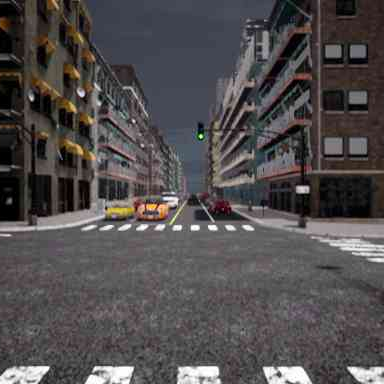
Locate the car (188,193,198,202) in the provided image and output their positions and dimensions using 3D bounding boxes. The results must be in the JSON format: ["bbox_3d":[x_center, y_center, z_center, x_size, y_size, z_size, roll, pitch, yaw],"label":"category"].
[{"bbox_3d":[0.181,1.077,68.182,2.097,1.767,4.553,0,0,0],"label":"car"}]

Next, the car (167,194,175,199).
[{"bbox_3d":[-5.452,1.178,87.038,1.752,1.417,4.829,1,0,0],"label":"car"}]

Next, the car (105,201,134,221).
[{"bbox_3d":[-5.612,1.417,26.282,1.752,1.417,4.829,1,0,0],"label":"car"}]

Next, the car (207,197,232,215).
[{"bbox_3d":[2.783,1.413,31.939,1.887,1.381,4.507,1,0,0],"label":"car"}]

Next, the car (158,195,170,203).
[{"bbox_3d":[-5.511,1.287,65.116,2.008,1.369,4.403,1,0,0],"label":"car"}]

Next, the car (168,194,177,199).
[{"bbox_3d":[-5.437,1.182,92.732,2.008,1.369,4.403,1,0,0],"label":"car"}]

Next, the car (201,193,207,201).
[{"bbox_3d":[2.887,1.030,70.603,2.192,1.841,5.009,1,0,0],"label":"car"}]

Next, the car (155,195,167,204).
[{"bbox_3d":[-5.525,1.284,59.423,1.752,1.417,4.829,1,0,0],"label":"car"}]

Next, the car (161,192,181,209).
[{"bbox_3d":[-2.952,1.053,41.367,2.150,2.045,5.566,0,0,2],"label":"car"}]

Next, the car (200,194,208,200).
[{"bbox_3d":[2.914,1.239,81.650,1.947,1.339,4.313,1,0,0],"label":"car"}]

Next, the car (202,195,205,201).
[{"bbox_3d":[2.826,1.383,48.510,1.802,1.307,4.206,1,0,0],"label":"car"}]

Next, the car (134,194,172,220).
[{"bbox_3d":[-3.024,1.242,26.554,2.097,1.767,4.553,0,0,0],"label":"car"}]

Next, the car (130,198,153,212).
[{"bbox_3d":[-5.583,1.390,37.499,1.887,1.381,4.507,1,0,0],"label":"car"}]

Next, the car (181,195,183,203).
[{"bbox_3d":[-2.825,1.093,63.856,2.097,1.767,4.553,0,0,0],"label":"car"}]

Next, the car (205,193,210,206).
[{"bbox_3d":[2.798,1.286,37.463,1.967,1.590,4.097,1,0,0],"label":"car"}]

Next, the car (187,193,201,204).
[{"bbox_3d":[0.155,1.270,57.790,1.837,1.490,4.892,0,0,0],"label":"car"}]
